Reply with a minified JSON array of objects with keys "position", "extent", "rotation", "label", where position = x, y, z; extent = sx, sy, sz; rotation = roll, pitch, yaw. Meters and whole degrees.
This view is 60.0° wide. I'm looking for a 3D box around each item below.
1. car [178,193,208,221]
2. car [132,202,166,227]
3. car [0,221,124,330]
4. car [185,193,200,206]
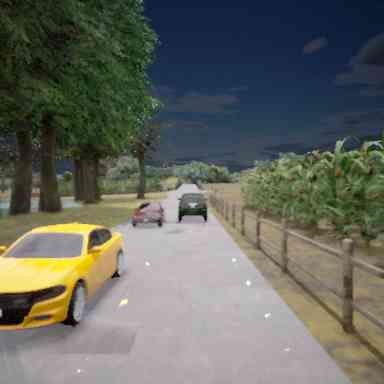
[{"position":[0.073,1.060,25.913],"extent":[2.150,2.045,5.566],"rotation":[0,1,0],"label":"car"},{"position":[-2.749,1.412,22.155],"extent":[1.812,1.442,4.674],"rotation":[0,1,0],"label":"car"},{"position":[-2.812,1.466,7.254],"extent":[1.882,1.535,5.008],"rotation":[0,0,0],"label":"car"},{"position":[0.099,0.949,43.935],"extent":[1.882,1.535,5.008],"rotation":[0,2,0],"label":"car"}]
